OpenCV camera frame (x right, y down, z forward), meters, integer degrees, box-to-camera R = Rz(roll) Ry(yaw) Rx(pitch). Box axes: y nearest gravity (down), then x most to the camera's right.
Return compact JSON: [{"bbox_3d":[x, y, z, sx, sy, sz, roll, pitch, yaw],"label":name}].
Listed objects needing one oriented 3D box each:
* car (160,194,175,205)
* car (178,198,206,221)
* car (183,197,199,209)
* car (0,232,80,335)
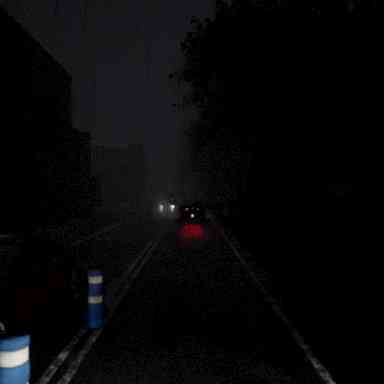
[{"bbox_3d":[-3.631,1.118,49.851,2.097,1.767,4.553,0,0,-1],"label":"car"},{"bbox_3d":[0.021,1.378,25.465,1.837,1.490,4.892,0,0,0],"label":"car"},{"bbox_3d":[-0.145,1.370,42.045,1.895,1.301,4.718,0,0,-1],"label":"car"},{"bbox_3d":[-3.361,1.497,5.685,1.812,1.442,4.674,0,0,0],"label":"car"}]
